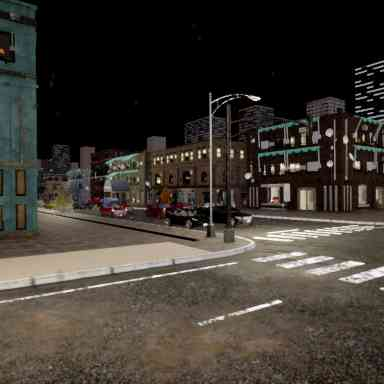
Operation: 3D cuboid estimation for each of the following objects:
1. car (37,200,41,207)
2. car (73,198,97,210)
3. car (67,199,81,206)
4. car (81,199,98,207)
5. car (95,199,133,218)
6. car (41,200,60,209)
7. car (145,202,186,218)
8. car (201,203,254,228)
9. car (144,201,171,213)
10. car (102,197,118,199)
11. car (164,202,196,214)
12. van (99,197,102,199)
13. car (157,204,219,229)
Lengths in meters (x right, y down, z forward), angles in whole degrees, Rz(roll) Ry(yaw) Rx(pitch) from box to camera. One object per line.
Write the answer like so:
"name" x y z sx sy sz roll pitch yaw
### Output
"car" -30.703 2.376 66.790 2.008 1.369 4.403 -1 0 -35
"car" -17.448 2.143 52.746 2.033 1.411 5.357 -1 0 -35
"car" -27.066 2.364 76.152 1.947 1.339 4.313 -1 0 -35
"car" -20.666 2.228 67.120 1.887 1.381 4.507 -1 0 -35
"car" -8.304 1.846 35.175 1.967 1.590 4.097 -1 0 -35
"car" -24.204 2.233 57.618 1.752 1.417 4.829 -1 0 -35
"car" -2.836 1.878 31.966 1.994 1.385 4.181 -1 0 -35
"car" 2.451 1.735 24.506 1.812 1.442 4.674 -1 0 -37
"car" -4.663 1.966 44.539 1.802 1.307 4.206 -1 0 -35
"car" -8.892 1.785 40.515 2.097 1.767 4.553 -1 0 -35
"car" -1.464 1.904 40.023 1.802 1.307 4.206 -2 0 -35
"van" -14.270 1.907 58.087 1.690 1.788 3.998 -1 0 -35
"car" -0.377 1.815 23.783 1.947 1.339 4.313 -1 0 -35
